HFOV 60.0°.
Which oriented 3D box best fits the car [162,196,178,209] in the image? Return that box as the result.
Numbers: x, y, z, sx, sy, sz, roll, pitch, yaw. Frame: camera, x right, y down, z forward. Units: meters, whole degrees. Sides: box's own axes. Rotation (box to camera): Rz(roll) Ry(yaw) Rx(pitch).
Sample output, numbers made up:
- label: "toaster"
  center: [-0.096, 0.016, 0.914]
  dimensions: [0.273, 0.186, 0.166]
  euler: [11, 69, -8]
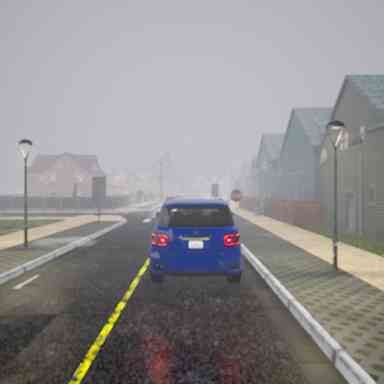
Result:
- label: "car"
  center: [-2.889, 1.335, 44.415]
  dimensions: [1.837, 1.490, 4.892]
  euler: [0, 0, 0]

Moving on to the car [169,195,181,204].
- label: "car"
  center: [-2.886, 1.309, 57.701]
  dimensions: [1.812, 1.442, 4.674]
  euler: [0, 0, 0]

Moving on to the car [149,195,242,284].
- label: "car"
  center: [0.087, 1.183, 9.627]
  dimensions: [2.150, 2.045, 5.566]
  euler: [0, 0, 0]

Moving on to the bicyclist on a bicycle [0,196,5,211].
- label: "bicyclist on a bicycle"
  center: [-20.251, 1.207, 35.234]
  dimensions: [0.582, 1.620, 1.656]
  euler: [0, 0, 0]

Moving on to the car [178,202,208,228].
- label: "car"
  center: [0.074, 1.439, 22.133]
  dimensions: [1.812, 1.442, 4.674]
  euler: [0, 0, 0]

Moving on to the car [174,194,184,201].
- label: "car"
  center: [-2.831, 1.268, 72.909]
  dimensions: [2.033, 1.411, 5.357]
  euler: [0, 0, 0]
